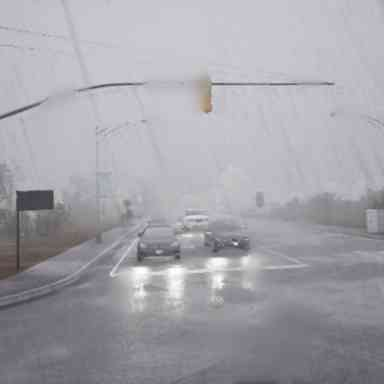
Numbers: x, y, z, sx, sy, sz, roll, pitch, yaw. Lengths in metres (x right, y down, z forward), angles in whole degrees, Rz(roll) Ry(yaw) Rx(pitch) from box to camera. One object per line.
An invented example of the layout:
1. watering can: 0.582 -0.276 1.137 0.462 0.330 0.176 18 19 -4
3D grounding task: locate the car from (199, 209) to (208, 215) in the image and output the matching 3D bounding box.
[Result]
1. car: 3.009 5.295 88.018 1.837 1.490 4.892 -2 -3 -2

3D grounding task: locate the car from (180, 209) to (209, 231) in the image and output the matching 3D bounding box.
1. car: 0.383 2.653 32.371 2.150 2.045 5.566 -2 -3 -5

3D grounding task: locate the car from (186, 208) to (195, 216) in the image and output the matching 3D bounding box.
1. car: -0.505 5.267 88.206 2.097 1.767 4.553 -2 -3 -2

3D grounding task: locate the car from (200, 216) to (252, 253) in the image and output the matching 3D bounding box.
1. car: 1.783 2.247 17.715 1.837 1.490 4.892 -2 -2 -6

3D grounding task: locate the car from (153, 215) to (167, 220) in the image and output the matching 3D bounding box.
1. car: -2.682 2.885 27.739 1.994 1.385 4.181 -2 -2 -5

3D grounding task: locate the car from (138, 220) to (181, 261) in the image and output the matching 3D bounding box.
1. car: -1.560 2.294 15.936 1.812 1.442 4.674 -2 -3 -5

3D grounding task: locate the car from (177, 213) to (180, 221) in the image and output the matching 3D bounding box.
1. car: -1.290 3.833 51.091 1.812 1.442 4.674 -2 -3 -5
